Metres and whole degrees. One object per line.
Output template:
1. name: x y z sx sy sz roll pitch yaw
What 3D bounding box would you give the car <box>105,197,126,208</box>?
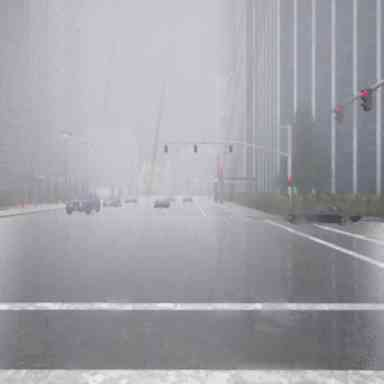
1. car: -11.243 1.424 47.060 2.128 1.511 4.902 0 0 0

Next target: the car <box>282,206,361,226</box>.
1. car: 8.584 1.569 22.353 4.718 1.301 1.895 0 0 0

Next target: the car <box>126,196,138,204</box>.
1. car: -11.350 1.436 62.078 1.812 1.442 4.674 0 0 0

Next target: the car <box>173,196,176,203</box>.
1. car: -4.331 1.450 67.729 2.033 1.411 5.357 0 0 0

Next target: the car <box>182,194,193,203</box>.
1. car: -0.838 1.431 65.609 1.812 1.442 4.674 0 0 -1

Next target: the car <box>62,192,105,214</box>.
1. car: -11.139 1.172 34.489 2.150 2.045 5.566 0 0 0

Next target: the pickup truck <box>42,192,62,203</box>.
1. pickup truck: -24.408 0.972 60.275 2.390 2.098 6.274 0 0 30

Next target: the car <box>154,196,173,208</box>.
1. car: -4.046 1.535 45.927 1.895 1.301 4.718 0 0 -1

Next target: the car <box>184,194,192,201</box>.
1. car: -0.937 1.278 75.860 1.882 1.535 5.008 0 0 -1
